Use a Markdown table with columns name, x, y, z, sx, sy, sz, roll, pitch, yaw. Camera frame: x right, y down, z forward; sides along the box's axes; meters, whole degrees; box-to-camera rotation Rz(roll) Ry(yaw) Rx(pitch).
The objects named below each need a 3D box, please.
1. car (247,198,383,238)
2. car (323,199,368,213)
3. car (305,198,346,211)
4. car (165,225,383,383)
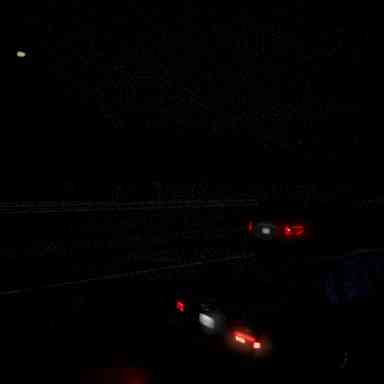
| name | x | y | z | sx | sy | sz | roll | pitch | yaw |
| --- | --- | --- | --- | --- | --- | --- | --- | --- | --- |
| car | 4.313 | 1.201 | 11.057 | 5.566 | 2.045 | 2.150 | 0 | 0 | -35 |
| car | 17.134 | 1.511 | 37.038 | 5.357 | 1.411 | 2.033 | 0 | 0 | -34 |
| car | 16.415 | 1.509 | 40.772 | 5.357 | 1.411 | 2.033 | 0 | 0 | -34 |
| car | 2.221 | 1.537 | 5.308 | 5.357 | 1.411 | 2.033 | 0 | 0 | -35 |
